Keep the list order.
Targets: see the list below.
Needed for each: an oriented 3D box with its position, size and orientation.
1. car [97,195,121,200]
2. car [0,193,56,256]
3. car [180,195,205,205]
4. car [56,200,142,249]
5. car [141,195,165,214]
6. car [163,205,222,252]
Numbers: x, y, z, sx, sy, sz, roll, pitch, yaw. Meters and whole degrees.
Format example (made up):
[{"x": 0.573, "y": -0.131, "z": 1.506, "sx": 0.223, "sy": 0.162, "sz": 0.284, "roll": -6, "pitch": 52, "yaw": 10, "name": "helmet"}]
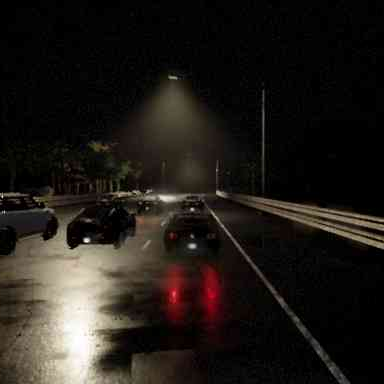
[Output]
[{"x": -6.963, "y": 1.049, "z": 28.432, "sx": 1.837, "sy": 1.490, "sz": 4.892, "roll": 0, "pitch": 1, "yaw": 1, "name": "car"}, {"x": -6.973, "y": 1.026, "z": 12.262, "sx": 2.150, "sy": 2.045, "sz": 5.566, "roll": 0, "pitch": 1, "yaw": 0, "name": "car"}, {"x": 0.034, "y": 1.050, "z": 28.428, "sx": 1.837, "sy": 1.490, "sz": 4.892, "roll": 0, "pitch": 1, "yaw": 0, "name": "car"}, {"x": -3.460, "y": 1.290, "z": 13.426, "sx": 1.837, "sy": 1.490, "sz": 4.892, "roll": 0, "pitch": 1, "yaw": 1, "name": "car"}, {"x": -3.462, "y": 1.036, "z": 28.407, "sx": 2.128, "sy": 1.511, "sz": 4.902, "roll": 0, "pitch": 1, "yaw": 1, "name": "car"}, {"x": 0.033, "y": 1.395, "z": 12.794, "sx": 1.895, "sy": 1.301, "sz": 4.718, "roll": 0, "pitch": 1, "yaw": 1, "name": "car"}]
